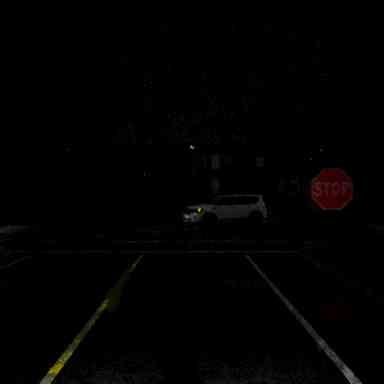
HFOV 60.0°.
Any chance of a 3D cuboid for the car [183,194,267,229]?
[{"bbox_3d":[2.209,1.162,21.509,5.566,2.045,2.150,0,0,-24],"label":"car"}]
